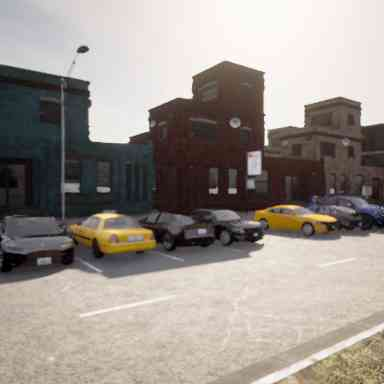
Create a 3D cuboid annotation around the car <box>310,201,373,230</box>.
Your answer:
[{"bbox_3d":[8.134,1.548,20.810,2.231,1.521,4.892,0,0,-35],"label":"car"}]

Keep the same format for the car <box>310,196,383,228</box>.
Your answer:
[{"bbox_3d":[10.414,1.306,22.401,2.435,2.045,5.566,0,0,-35],"label":"car"}]

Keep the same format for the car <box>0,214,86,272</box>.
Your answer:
[{"bbox_3d":[-5.464,1.511,11.170,2.163,1.488,4.792,0,0,-35],"label":"car"}]

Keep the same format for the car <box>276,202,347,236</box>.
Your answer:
[{"bbox_3d":[5.861,1.536,19.211,2.097,1.535,5.008,0,0,-35],"label":"car"}]

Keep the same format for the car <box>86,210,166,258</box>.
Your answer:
[{"bbox_3d":[-3.316,1.489,12.947,1.946,1.575,5.366,0,0,-35],"label":"car"}]

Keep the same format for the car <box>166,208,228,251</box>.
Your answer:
[{"bbox_3d":[-0.955,1.533,14.420,2.163,1.488,4.792,0,0,-35],"label":"car"}]

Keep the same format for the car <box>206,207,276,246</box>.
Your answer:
[{"bbox_3d":[1.228,1.514,15.931,2.097,1.535,5.008,0,0,-35],"label":"car"}]
